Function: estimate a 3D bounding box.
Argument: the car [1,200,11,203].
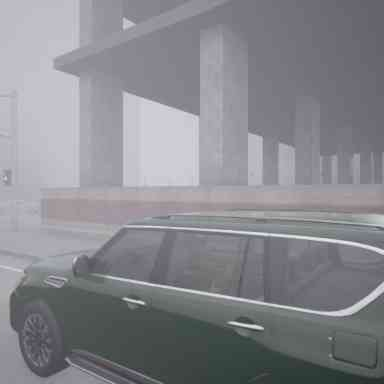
[{"bbox_3d":[-18.323,1.531,33.742,1.882,1.535,5.008,0,0,36],"label":"car"}]

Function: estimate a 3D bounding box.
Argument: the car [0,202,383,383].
[{"bbox_3d":[0.147,1.221,3.878,5.566,2.045,2.150,0,0,35],"label":"car"}]

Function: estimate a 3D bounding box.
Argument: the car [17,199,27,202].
[{"bbox_3d":[-14.274,1.545,33.391,2.128,1.511,4.902,0,0,36],"label":"car"}]
